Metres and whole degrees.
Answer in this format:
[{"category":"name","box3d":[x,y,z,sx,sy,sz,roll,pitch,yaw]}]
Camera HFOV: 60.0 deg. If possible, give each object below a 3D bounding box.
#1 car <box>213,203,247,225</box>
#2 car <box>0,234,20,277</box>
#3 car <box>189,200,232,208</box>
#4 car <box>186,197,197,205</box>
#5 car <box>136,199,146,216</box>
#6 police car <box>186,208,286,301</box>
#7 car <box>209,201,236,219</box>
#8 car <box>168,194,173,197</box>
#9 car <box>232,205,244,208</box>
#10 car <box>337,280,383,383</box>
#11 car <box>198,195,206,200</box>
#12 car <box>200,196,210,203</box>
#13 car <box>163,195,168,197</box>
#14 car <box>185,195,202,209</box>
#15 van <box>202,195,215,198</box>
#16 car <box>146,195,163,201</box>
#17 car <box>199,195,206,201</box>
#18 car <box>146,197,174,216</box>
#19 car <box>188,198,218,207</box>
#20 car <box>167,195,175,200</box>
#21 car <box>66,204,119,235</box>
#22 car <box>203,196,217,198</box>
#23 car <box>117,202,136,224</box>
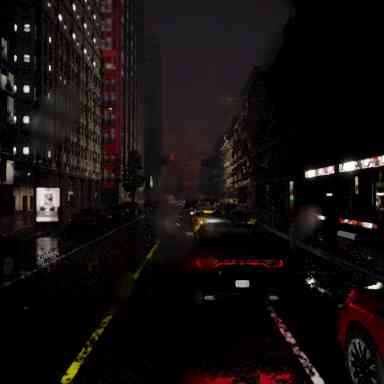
[{"category":"car","box3d":[2.691,1.562,24.458,1.947,1.339,4.313,1,0,0]},{"category":"car","box3d":[-5.683,1.545,7.519,1.887,1.381,4.507,1,0,0]},{"category":"car","box3d":[0.893,1.454,18.588,1.801,1.575,5.366,0,0,0]},{"category":"car","box3d":[-0.021,1.571,60.023,1.895,1.301,4.718,0,0,0]},{"category":"car","box3d":[-5.691,1.559,30.146,1.947,1.339,4.313,1,0,0]},{"category":"police car","box3d":[0.896,1.426,8.507,1.930,1.638,5.238,0,0,0]},{"category":"car","box3d":[2.689,1.544,30.115,2.008,1.369,4.403,1,0,0]},{"category":"car","box3d":[-5.702,1.400,69.744,1.967,1.590,4.097,1,0,0]},{"category":"car","box3d":[2.693,1.524,18.972,1.752,1.417,4.829,1,0,0]},{"category":"car","box3d":[2.702,1.315,1.832,2.192,1.841,5.009,1,0,0]},{"category":"car","box3d":[2.669,1.480,92.338,2.008,1.369,4.403,1,0,0]},{"category":"car","box3d":[2.676,1.542,69.711,1.802,1.307,4.206,1,0,0]},{"category":"car","box3d":[-5.701,1.553,58.431,1.802,1.307,4.206,1,0,0]},{"category":"car","box3d":[-0.010,1.459,45.861,1.882,1.535,5.008,0,0,0]},{"category":"van","box3d":[2.686,1.322,47.085,1.690,1.788,3.998,1,0,0]},{"category":"car","box3d":[-5.695,1.421,47.118,1.967,1.590,4.097,1,0,0]},{"category":"car","box3d":[2.671,1.519,86.682,1.802,1.307,4.206,1,0,0]},{"category":"car","box3d":[-3.011,1.517,32.503,1.812,1.442,4.674,0,0,0]},{"category":"car","box3d":[0.807,1.452,24.586,1.801,1.575,5.366,0,0,0]},{"category":"car","box3d":[-5.711,1.495,92.371,1.947,1.339,4.313,1,0,0]},{"category":"car","box3d":[-5.688,1.580,18.832,1.802,1.307,4.206,1,0,0]},{"category":"car","box3d":[2.685,1.551,41.428,1.947,1.339,4.313,1,0,0]},{"category":"car","box3d":[-5.689,1.541,24.489,1.887,1.381,4.507,1,0,0]}]
